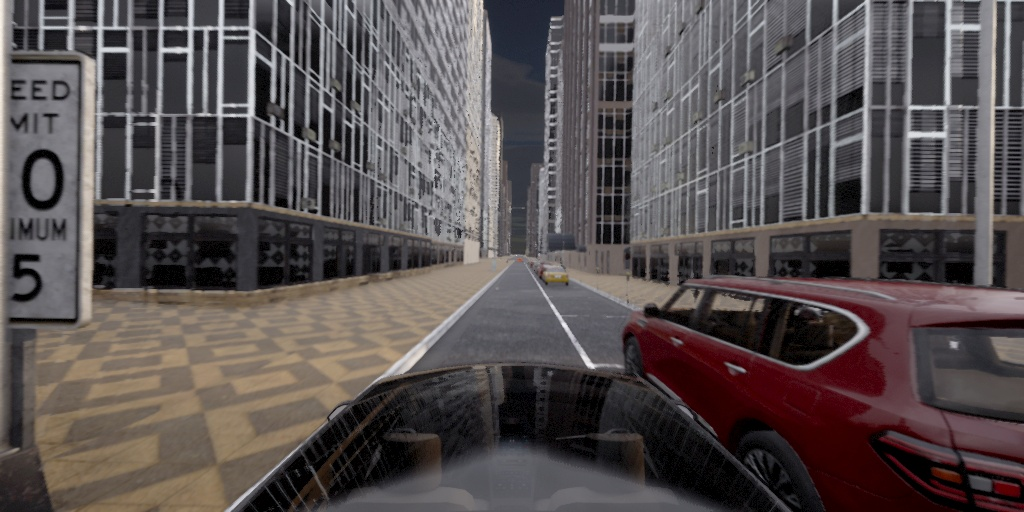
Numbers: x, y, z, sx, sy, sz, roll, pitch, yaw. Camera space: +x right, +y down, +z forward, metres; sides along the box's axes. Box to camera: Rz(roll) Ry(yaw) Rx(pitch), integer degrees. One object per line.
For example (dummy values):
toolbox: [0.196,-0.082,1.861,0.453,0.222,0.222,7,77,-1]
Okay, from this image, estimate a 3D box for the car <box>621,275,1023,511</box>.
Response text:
car: [2.695,1.110,3.737,2.192,1.841,5.009,0,0,1]

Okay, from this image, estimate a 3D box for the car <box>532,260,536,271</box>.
car: [3.308,1.353,36.807,1.802,1.307,4.207,0,0,1]

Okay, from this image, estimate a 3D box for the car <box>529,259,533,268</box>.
car: [3.433,1.317,42.357,2.007,1.370,4.403,0,0,1]

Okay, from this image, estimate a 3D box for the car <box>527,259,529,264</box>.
car: [3.807,1.297,59.006,1.888,1.381,4.507,0,0,1]

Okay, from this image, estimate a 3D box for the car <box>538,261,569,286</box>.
car: [3.063,1.305,25.877,1.751,1.417,4.829,0,0,1]

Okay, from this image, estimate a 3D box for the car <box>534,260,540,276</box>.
car: [3.184,1.320,31.257,1.888,1.381,4.507,0,0,1]
